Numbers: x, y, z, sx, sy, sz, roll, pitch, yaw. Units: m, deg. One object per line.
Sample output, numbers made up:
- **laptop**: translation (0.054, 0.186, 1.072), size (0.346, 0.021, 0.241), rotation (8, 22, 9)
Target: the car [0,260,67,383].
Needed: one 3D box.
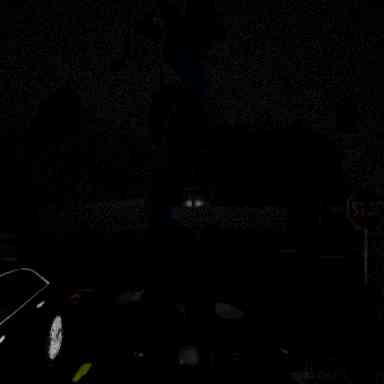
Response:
- **car**: translation (-2.612, 1.521, 2.984), size (1.837, 1.490, 4.892), rotation (2, 0, -3)
